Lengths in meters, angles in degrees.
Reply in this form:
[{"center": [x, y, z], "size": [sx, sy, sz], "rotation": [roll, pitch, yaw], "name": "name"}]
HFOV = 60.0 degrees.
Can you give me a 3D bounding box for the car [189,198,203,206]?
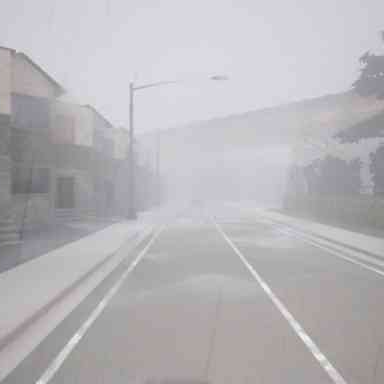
[{"center": [0.710, 1.556, 52.925], "size": [1.895, 1.301, 4.718], "rotation": [0, 0, 8], "name": "car"}]
